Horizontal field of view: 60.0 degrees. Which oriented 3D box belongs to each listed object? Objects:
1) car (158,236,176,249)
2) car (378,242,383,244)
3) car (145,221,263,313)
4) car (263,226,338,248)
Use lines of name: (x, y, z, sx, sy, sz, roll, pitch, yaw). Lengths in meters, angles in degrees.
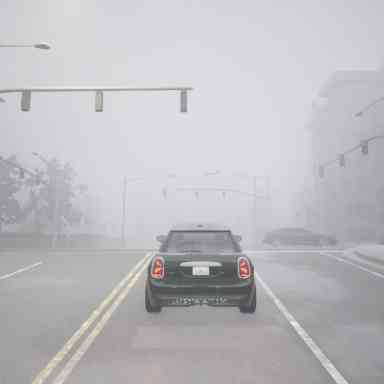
car: (-3.088, 6.472, 42.175, 1.837, 1.490, 4.892, 0, -9, 1)
car: (17.222, 4.278, 26.172, 4.892, 1.490, 1.837, 5, -9, 1)
car: (0.178, 1.486, 8.130, 2.097, 1.767, 4.553, 0, -1, 0)
car: (7.351, 3.155, 22.898, 4.892, 1.490, 1.837, -2, -8, 11)
